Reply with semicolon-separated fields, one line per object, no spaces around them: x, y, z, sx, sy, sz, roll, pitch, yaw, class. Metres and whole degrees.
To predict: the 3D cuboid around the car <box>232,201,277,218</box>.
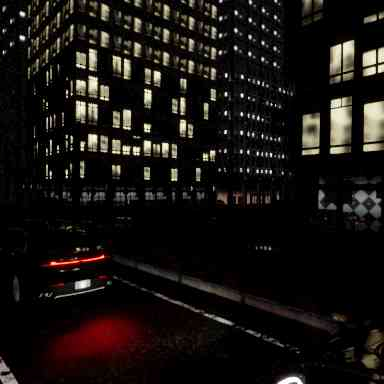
6.180;1.833;33.915;4.829;1.417;1.752;1;0;-40;car

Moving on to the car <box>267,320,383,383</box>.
2.420;1.352;1.331;2.097;1.767;4.553;0;0;-41;car

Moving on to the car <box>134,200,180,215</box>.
-3.800;1.648;36.449;4.829;1.417;1.752;1;0;-40;car

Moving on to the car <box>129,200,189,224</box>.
-2.559;1.524;26.520;5.009;1.841;2.192;1;0;-40;car

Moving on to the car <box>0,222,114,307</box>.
-3.662;1.501;8.124;1.837;1.490;4.892;0;0;-41;car

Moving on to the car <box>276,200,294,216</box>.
10.356;1.936;37.449;4.206;1.307;1.802;1;0;-40;car

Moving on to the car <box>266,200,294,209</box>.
13.547;1.882;51.124;4.313;1.339;1.947;1;0;-40;car
